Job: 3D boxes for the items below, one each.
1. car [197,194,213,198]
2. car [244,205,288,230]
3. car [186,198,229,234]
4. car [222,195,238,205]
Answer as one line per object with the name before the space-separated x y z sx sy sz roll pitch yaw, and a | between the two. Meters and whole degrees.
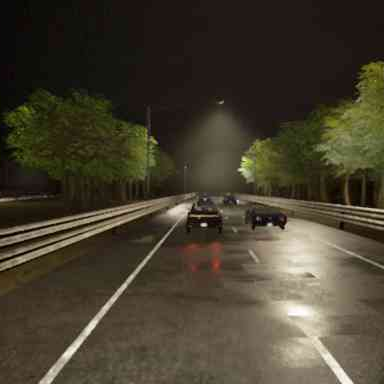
car | 1.711 1.000 43.326 2.097 1.767 4.553 0 0 2
car | 4.249 1.440 19.917 1.895 1.301 4.718 0 0 3
car | 0.679 1.337 18.320 2.128 1.511 4.902 0 1 3
car | 5.389 1.151 47.648 1.812 1.442 4.674 0 1 2
